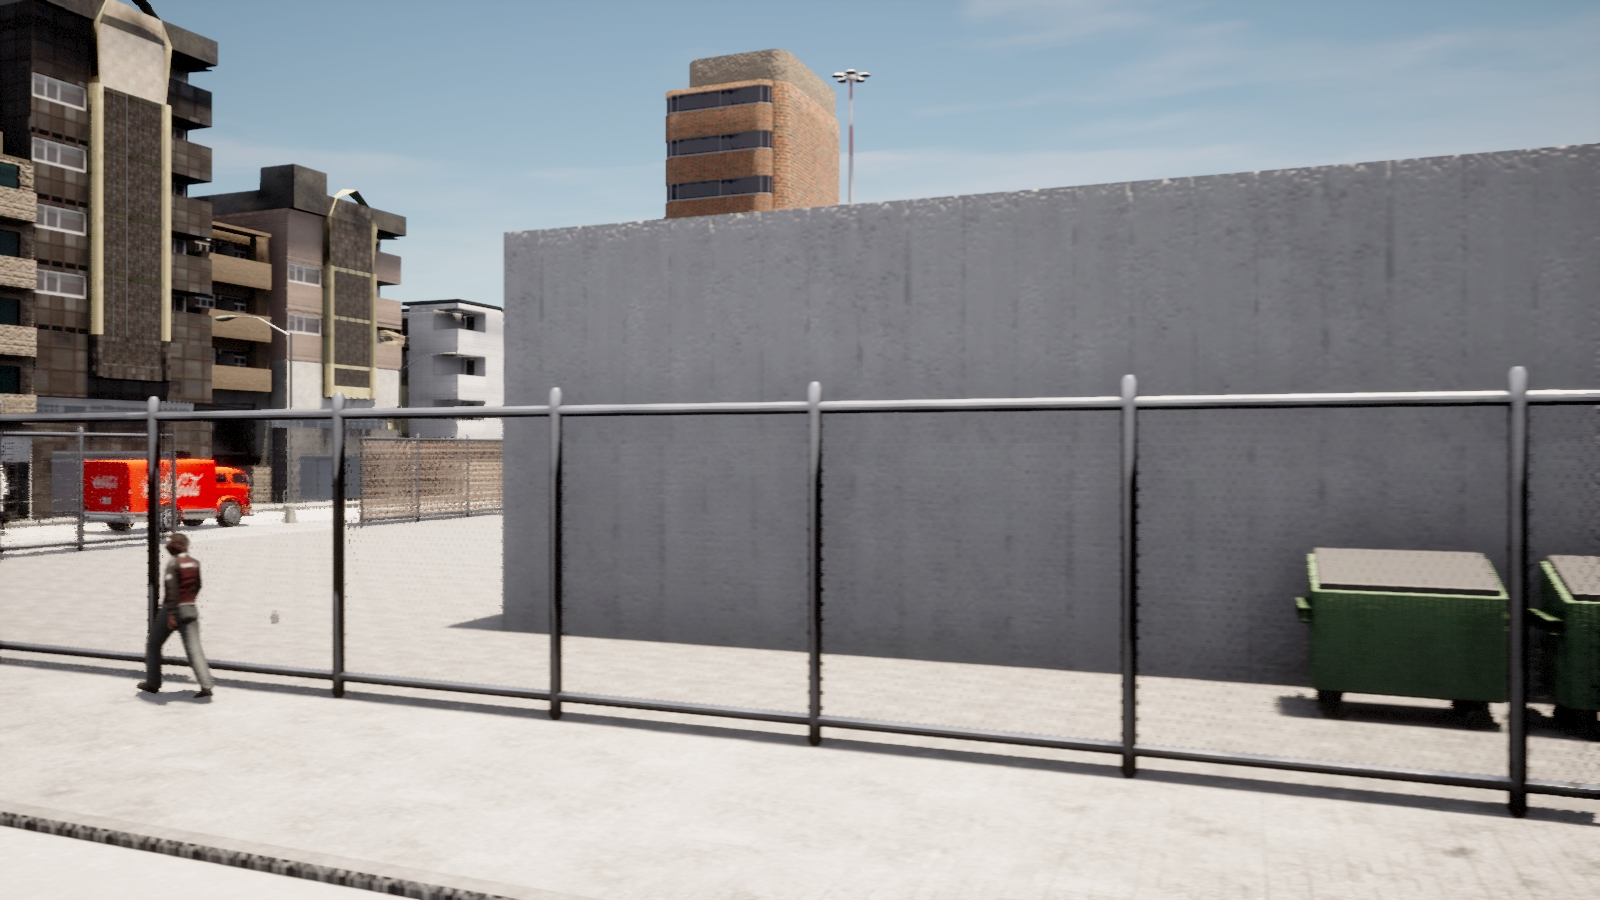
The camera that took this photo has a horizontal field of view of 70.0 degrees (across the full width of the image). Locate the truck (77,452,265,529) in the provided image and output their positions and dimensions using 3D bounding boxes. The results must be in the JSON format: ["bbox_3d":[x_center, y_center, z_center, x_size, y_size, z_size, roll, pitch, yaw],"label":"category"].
[{"bbox_3d":[-21.704,1.321,39.711,2.627,2.467,5.204,0,0,22],"label":"truck"}]

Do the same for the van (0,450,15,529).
[{"bbox_3d":[-27.739,1.286,35.075,1.988,2.561,5.915,0,0,21],"label":"van"}]

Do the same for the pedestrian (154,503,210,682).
[{"bbox_3d":[-6.638,1.516,12.285,0.375,1.860,0.375,0,0,22],"label":"pedestrian"}]
